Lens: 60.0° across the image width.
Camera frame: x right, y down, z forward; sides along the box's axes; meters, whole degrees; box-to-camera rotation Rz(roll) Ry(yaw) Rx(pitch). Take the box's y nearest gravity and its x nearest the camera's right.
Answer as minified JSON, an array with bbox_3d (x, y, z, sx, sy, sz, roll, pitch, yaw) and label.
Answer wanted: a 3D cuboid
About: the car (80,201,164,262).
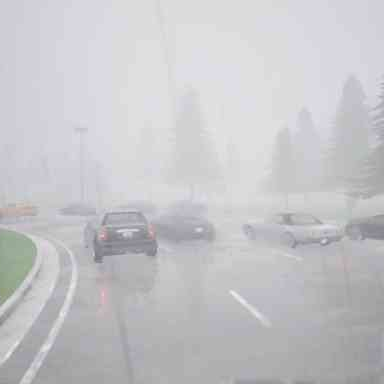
[{"bbox_3d":[-2.868,1.398,12.669,2.097,1.767,4.553,-1,0,-22],"label":"car"}]

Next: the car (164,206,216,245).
[{"bbox_3d":[-0.581,1.579,15.875,1.994,1.385,4.181,-1,0,-26],"label":"car"}]

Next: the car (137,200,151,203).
[{"bbox_3d":[-5.521,1.582,32.886,4.902,1.511,2.128,-1,0,40],"label":"car"}]

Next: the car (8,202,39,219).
[{"bbox_3d":[-17.109,1.727,32.562,5.008,1.535,1.882,-1,0,33],"label":"car"}]

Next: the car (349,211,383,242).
[{"bbox_3d":[8.328,1.384,13.171,2.128,1.511,4.902,0,0,-19],"label":"car"}]

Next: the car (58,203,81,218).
[{"bbox_3d":[-11.289,1.733,32.843,4.181,1.385,1.994,-1,0,35],"label":"car"}]

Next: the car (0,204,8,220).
[{"bbox_3d":[-18.824,1.624,29.501,4.553,1.767,2.097,-1,0,33],"label":"car"}]

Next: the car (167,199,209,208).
[{"bbox_3d":[-0.580,1.500,33.580,5.008,1.535,1.882,-1,0,44],"label":"car"}]

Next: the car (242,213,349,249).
[{"bbox_3d":[4.077,1.551,14.440,1.895,1.301,4.718,-1,0,-22],"label":"car"}]
